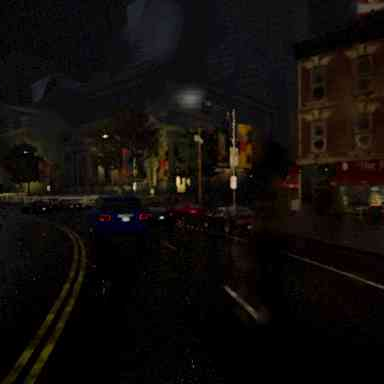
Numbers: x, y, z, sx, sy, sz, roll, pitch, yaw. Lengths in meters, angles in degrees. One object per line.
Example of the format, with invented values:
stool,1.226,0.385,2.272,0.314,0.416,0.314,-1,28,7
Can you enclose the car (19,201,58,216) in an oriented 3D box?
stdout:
car,-15.339,1.564,32.682,4.181,1.385,1.994,0,0,45

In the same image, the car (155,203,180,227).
car,-2.723,1.514,21.693,1.994,1.385,4.181,0,0,-27

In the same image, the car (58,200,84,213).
car,-13.666,1.526,36.051,5.357,1.411,2.033,0,0,43

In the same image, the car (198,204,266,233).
car,2.232,1.519,19.150,1.895,1.301,4.718,0,0,-20

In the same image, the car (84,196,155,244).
car,-3.713,1.196,15.970,2.150,2.045,5.566,0,0,-22
